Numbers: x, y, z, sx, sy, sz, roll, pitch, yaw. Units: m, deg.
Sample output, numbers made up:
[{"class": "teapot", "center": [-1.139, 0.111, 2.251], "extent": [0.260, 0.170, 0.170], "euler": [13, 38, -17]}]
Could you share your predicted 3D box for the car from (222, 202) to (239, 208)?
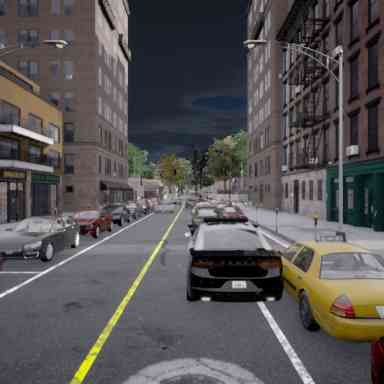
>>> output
[{"class": "car", "center": [2.660, 1.582, 23.029], "extent": [1.802, 1.307, 4.206], "euler": [0, 0, 0]}]

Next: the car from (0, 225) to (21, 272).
[{"class": "car", "center": [-5.381, 1.582, 6.476], "extent": [1.802, 1.307, 4.206], "euler": [0, 0, 0]}]

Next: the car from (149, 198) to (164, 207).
[{"class": "car", "center": [-5.340, 1.598, 50.627], "extent": [1.802, 1.307, 4.206], "euler": [0, 0, 0]}]

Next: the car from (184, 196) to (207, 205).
[{"class": "car", "center": [0.685, 1.499, 59.502], "extent": [1.882, 1.535, 5.008], "euler": [0, 0, 27]}]

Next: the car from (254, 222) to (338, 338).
[{"class": "car", "center": [2.640, 1.525, 6.643], "extent": [1.752, 1.417, 4.829], "euler": [0, 0, 0]}]

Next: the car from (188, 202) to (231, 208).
[{"class": "car", "center": [0.842, 1.525, 18.325], "extent": [1.812, 1.442, 4.674], "euler": [0, 0, 0]}]

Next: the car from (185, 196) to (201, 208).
[{"class": "car", "center": [0.061, 1.504, 46.231], "extent": [2.128, 1.511, 4.902], "euler": [0, 0, 1]}]

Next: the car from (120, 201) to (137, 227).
[{"class": "car", "center": [-5.366, 1.566, 23.033], "extent": [1.947, 1.339, 4.313], "euler": [0, 0, 0]}]

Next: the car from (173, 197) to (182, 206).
[{"class": "car", "center": [-2.699, 1.584, 55.540], "extent": [1.994, 1.385, 4.181], "euler": [0, 0, 0]}]

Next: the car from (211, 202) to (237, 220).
[{"class": "car", "center": [2.664, 1.583, 28.547], "extent": [1.802, 1.307, 4.206], "euler": [0, 0, 0]}]

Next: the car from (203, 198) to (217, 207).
[{"class": "car", "center": [2.685, 1.582, 50.621], "extent": [1.947, 1.339, 4.313], "euler": [0, 0, 0]}]

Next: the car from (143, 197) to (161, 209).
[{"class": "car", "center": [-5.345, 1.452, 45.108], "extent": [1.967, 1.590, 4.097], "euler": [0, 0, 0]}]

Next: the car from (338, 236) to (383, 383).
[{"class": "car", "center": [2.639, 1.315, 0.956], "extent": [2.192, 1.841, 5.009], "euler": [0, 0, 0]}]

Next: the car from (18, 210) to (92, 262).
[{"class": "car", "center": [-5.376, 1.550, 11.995], "extent": [2.008, 1.369, 4.403], "euler": [0, 0, 0]}]

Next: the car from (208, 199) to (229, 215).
[{"class": "car", "center": [2.670, 1.529, 34.236], "extent": [1.752, 1.417, 4.829], "euler": [0, 0, 0]}]

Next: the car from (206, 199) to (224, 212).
[{"class": "car", "center": [2.675, 1.552, 39.584], "extent": [1.887, 1.381, 4.507], "euler": [0, 0, 0]}]

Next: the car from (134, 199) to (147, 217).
[{"class": "car", "center": [-5.360, 1.552, 28.551], "extent": [2.008, 1.369, 4.403], "euler": [0, 0, 0]}]

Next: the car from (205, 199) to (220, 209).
[{"class": "car", "center": [2.680, 1.594, 45.102], "extent": [1.802, 1.307, 4.206], "euler": [0, 0, 0]}]

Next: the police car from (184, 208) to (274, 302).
[{"class": "police car", "center": [0.833, 1.425, 8.435], "extent": [1.930, 1.638, 5.238], "euler": [0, 0, 0]}]

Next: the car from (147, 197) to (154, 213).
[{"class": "car", "center": [-5.356, 1.444, 34.070], "extent": [1.967, 1.590, 4.097], "euler": [0, 0, 0]}]

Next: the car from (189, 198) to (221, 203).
[{"class": "car", "center": [0.848, 1.455, 24.515], "extent": [1.801, 1.575, 5.366], "euler": [0, 0, 0]}]

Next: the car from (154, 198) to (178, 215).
[{"class": "car", "center": [-2.816, 1.605, 34.681], "extent": [1.895, 1.301, 4.718], "euler": [0, 0, 0]}]

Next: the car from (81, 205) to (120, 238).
[{"class": "car", "center": [-5.371, 1.544, 17.514], "extent": [1.887, 1.381, 4.507], "euler": [0, 0, 0]}]

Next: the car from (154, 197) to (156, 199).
[{"class": "car", "center": [-5.351, 1.533, 39.419], "extent": [1.752, 1.417, 4.829], "euler": [0, 0, 0]}]
